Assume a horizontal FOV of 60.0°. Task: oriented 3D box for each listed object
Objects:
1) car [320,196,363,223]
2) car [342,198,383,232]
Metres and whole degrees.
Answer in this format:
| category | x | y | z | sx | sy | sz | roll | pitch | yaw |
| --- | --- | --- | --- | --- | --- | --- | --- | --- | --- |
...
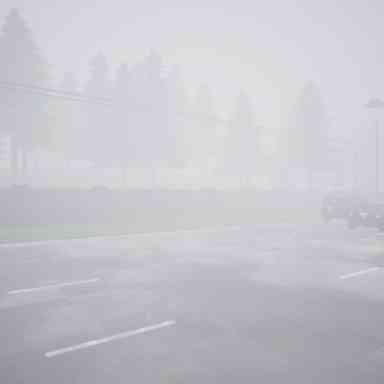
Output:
| category | x | y | z | sx | sy | sz | roll | pitch | yaw |
| --- | --- | --- | --- | --- | --- | --- | --- | --- | --- |
| car | 12.055 | 1.317 | 25.346 | 5.566 | 2.045 | 2.150 | 0 | 0 | -35 |
| car | 11.770 | 1.434 | 20.728 | 4.553 | 1.767 | 2.097 | 0 | 0 | -35 |
